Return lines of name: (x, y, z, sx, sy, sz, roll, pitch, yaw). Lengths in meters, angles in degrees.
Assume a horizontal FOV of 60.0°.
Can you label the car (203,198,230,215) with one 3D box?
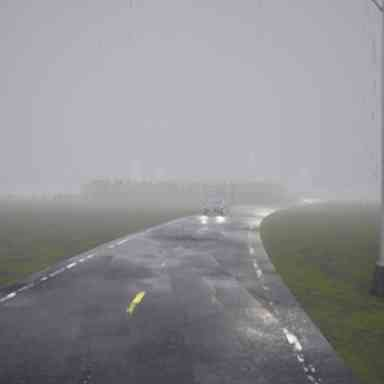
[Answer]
car: (2.390, 1.355, 31.567, 1.837, 1.490, 4.892, 0, 0, 17)
